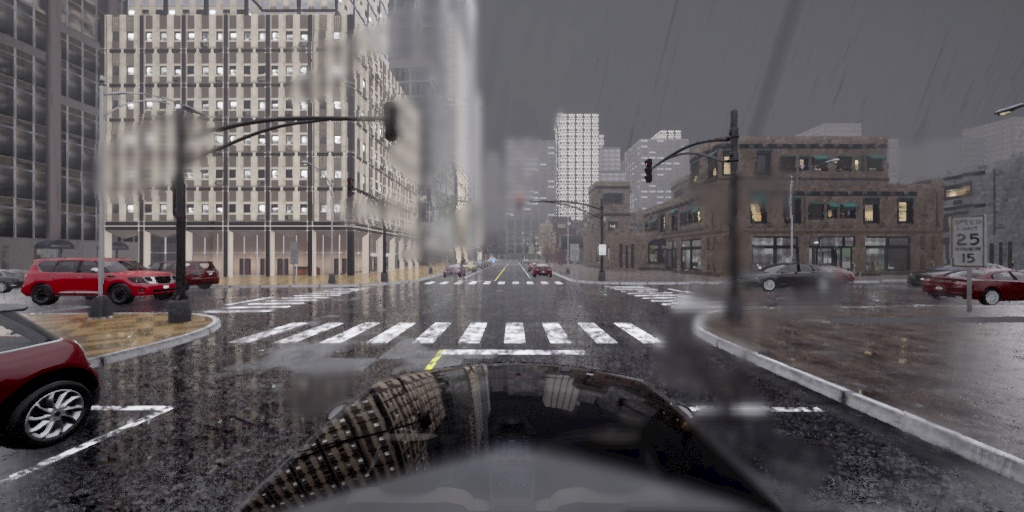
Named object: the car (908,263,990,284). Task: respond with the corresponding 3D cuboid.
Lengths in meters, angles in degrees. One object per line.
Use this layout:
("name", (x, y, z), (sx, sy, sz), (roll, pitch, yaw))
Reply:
("car", (24.946, 1.140, 20.039), (4.181, 1.385, 1.994), (0, 0, -1))

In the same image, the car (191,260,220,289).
("car", (-21.019, 1.202, 22.165), (5.009, 1.841, 2.192), (0, 0, -1))

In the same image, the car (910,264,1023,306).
("car", (19.136, 1.152, 14.181), (4.507, 1.381, 1.888), (0, 0, -1))

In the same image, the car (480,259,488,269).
("car", (-5.406, 1.322, 56.911), (2.007, 1.370, 4.403), (0, 0, 0))

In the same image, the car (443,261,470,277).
("car", (-5.522, 1.339, 34.748), (1.802, 1.307, 4.207), (0, 0, 0))

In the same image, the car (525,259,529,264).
("car", (2.916, 1.346, 45.786), (1.802, 1.307, 4.207), (0, 0, 0))

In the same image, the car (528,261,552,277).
("car", (2.859, 1.302, 34.704), (1.888, 1.381, 4.507), (0, 0, 0))

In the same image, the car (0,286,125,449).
("car", (-5.691, 1.190, 2.281), (1.967, 1.591, 4.097), (0, 0, 0))

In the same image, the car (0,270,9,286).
("car", (-31.429, 1.507, 22.062), (4.403, 1.370, 2.007), (0, 0, -1))

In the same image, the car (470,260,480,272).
("car", (-5.466, 1.289, 45.659), (1.751, 1.417, 4.829), (0, 0, 0))

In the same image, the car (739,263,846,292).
("car", (15.143, 1.147, 19.934), (4.892, 1.490, 1.837), (0, 0, -1))

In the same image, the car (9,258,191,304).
("car", (-18.589, 1.086, 16.400), (5.566, 2.045, 2.150), (0, 0, -1))

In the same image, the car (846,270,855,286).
("car", (19.053, 1.201, 22.561), (4.207, 1.307, 1.802), (0, 0, -1))

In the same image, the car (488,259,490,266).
("car", (-5.378, 1.341, 62.451), (1.948, 1.339, 4.313), (0, 0, 0))
